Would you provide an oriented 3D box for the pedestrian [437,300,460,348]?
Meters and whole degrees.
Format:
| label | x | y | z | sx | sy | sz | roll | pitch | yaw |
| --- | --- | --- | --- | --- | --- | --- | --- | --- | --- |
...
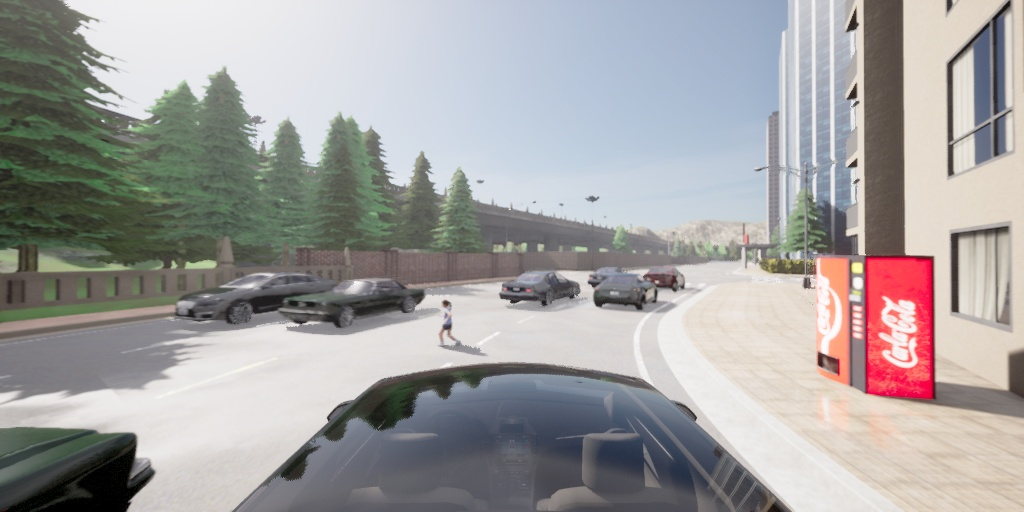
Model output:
| label | x | y | z | sx | sy | sz | roll | pitch | yaw |
| --- | --- | --- | --- | --- | --- | --- | --- | --- | --- |
| pedestrian | -1.397 | 1.471 | 7.928 | 0.500 | 1.100 | 0.500 | 0 | 0 | 15 |

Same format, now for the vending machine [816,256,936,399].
| label | x | y | z | sx | sy | sz | roll | pitch | yaw |
| --- | --- | --- | --- | --- | --- | --- | --- | --- | --- |
| vending machine | 5.295 | 0.984 | 5.317 | 1.100 | 2.100 | 0.880 | 0 | 0 | 13 |

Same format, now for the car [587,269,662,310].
| label | x | y | z | sx | sy | sz | roll | pitch | yaw |
| --- | --- | --- | --- | --- | --- | --- | --- | --- | --- |
| car | 5.043 | 1.436 | 15.681 | 1.994 | 1.385 | 4.181 | 0 | -1 | 31 |

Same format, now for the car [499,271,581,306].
| label | x | y | z | sx | sy | sz | roll | pitch | yaw |
| --- | --- | --- | --- | --- | --- | --- | --- | --- | --- |
| car | 1.481 | 1.420 | 16.688 | 2.033 | 1.411 | 5.357 | 0 | -1 | 31 |

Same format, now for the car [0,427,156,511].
| label | x | y | z | sx | sy | sz | roll | pitch | yaw |
| --- | --- | --- | --- | --- | --- | --- | --- | --- | --- |
| car | -3.301 | 1.333 | 0.219 | 1.895 | 1.301 | 4.718 | 0 | 0 | -1 |

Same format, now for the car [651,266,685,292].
| label | x | y | z | sx | sy | sz | roll | pitch | yaw |
| --- | --- | --- | --- | --- | --- | --- | --- | --- | --- |
| car | 9.906 | 1.419 | 23.229 | 1.882 | 1.535 | 5.008 | 0 | -1 | 33 |

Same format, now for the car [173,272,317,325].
| label | x | y | z | sx | sy | sz | roll | pitch | yaw |
| --- | --- | --- | --- | --- | --- | --- | --- | --- | --- |
| car | -8.388 | 1.311 | 12.333 | 2.128 | 1.511 | 4.902 | 0 | -1 | 20 |

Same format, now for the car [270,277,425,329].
| label | x | y | z | sx | sy | sz | roll | pitch | yaw |
| --- | --- | --- | --- | --- | --- | --- | --- | --- | --- |
| car | -4.977 | 1.423 | 11.892 | 1.895 | 1.301 | 4.718 | 0 | -1 | 21 |

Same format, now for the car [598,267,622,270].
| label | x | y | z | sx | sy | sz | roll | pitch | yaw |
| --- | --- | --- | --- | --- | --- | --- | --- | --- | --- |
| car | 7.028 | 1.500 | 25.248 | 2.033 | 1.411 | 5.357 | 0 | -1 | 34 |
